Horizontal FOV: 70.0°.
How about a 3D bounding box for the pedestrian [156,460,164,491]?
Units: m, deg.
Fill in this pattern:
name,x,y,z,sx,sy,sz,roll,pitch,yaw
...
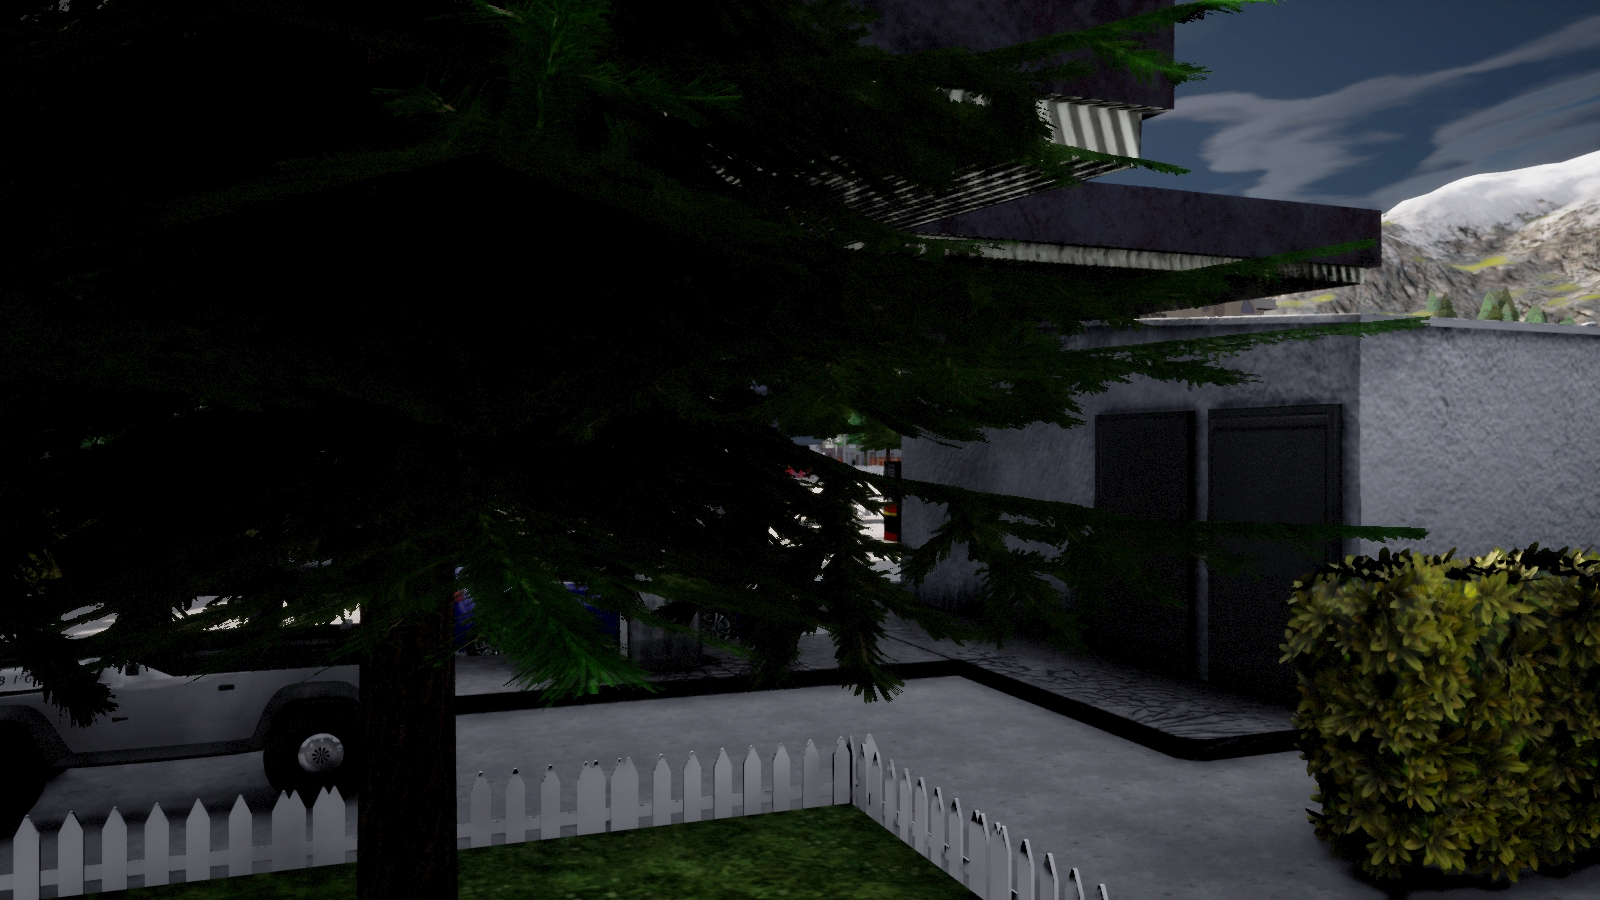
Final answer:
name,x,y,z,sx,sy,sz,roll,pitch,yaw
pedestrian,-37.718,1.502,67.372,0.375,1.860,0.375,0,0,-21
